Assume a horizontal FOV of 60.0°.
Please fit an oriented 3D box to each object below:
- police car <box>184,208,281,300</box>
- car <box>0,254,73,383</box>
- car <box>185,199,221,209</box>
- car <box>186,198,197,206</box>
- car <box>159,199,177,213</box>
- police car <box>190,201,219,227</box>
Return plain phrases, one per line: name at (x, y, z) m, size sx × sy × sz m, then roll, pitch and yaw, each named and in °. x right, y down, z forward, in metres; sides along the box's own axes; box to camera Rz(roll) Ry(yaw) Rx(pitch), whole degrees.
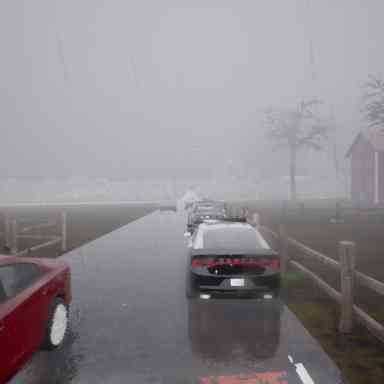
police car at (0.818, 1.432, 8.587) m, size 1.930 × 1.638 × 5.238 m, roll 0°, pitch 0°, yaw 0°
car at (-2.854, 1.477, 3.366) m, size 1.882 × 1.535 × 5.008 m, roll 0°, pitch 0°, yaw 0°
car at (0.809, 1.394, 18.453) m, size 2.097 × 1.767 × 4.553 m, roll 0°, pitch 0°, yaw 0°
car at (-0.046, 1.837, 59.519) m, size 1.895 × 1.301 × 4.718 m, roll 0°, pitch 0°, yaw 0°
car at (-2.782, 1.637, 39.747) m, size 1.882 × 1.535 × 5.008 m, roll 0°, pitch 0°, yaw 0°
police car at (0.806, 1.502, 24.595) m, size 1.930 × 1.638 × 5.238 m, roll 0°, pitch 0°, yaw 0°
